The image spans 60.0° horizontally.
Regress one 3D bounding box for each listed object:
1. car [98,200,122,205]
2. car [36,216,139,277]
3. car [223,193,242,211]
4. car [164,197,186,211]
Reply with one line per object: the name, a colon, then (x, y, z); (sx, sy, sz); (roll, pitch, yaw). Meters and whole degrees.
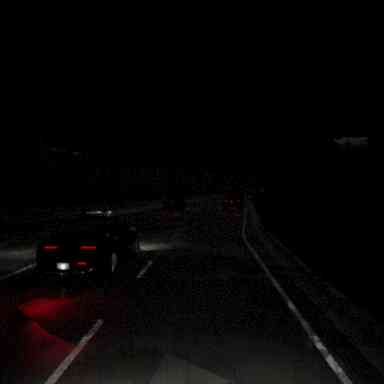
car: (-10.214, 1.195, 41.837); (1.994, 1.385, 4.181); (0, 0, 10)
car: (-2.925, 1.501, 10.264); (1.837, 1.490, 4.892); (0, 0, 3)
car: (5.152, 1.246, 42.147); (2.150, 2.045, 5.566); (0, 0, 10)
car: (-2.051, 1.359, 41.509); (2.097, 1.767, 4.553); (0, 0, 10)
